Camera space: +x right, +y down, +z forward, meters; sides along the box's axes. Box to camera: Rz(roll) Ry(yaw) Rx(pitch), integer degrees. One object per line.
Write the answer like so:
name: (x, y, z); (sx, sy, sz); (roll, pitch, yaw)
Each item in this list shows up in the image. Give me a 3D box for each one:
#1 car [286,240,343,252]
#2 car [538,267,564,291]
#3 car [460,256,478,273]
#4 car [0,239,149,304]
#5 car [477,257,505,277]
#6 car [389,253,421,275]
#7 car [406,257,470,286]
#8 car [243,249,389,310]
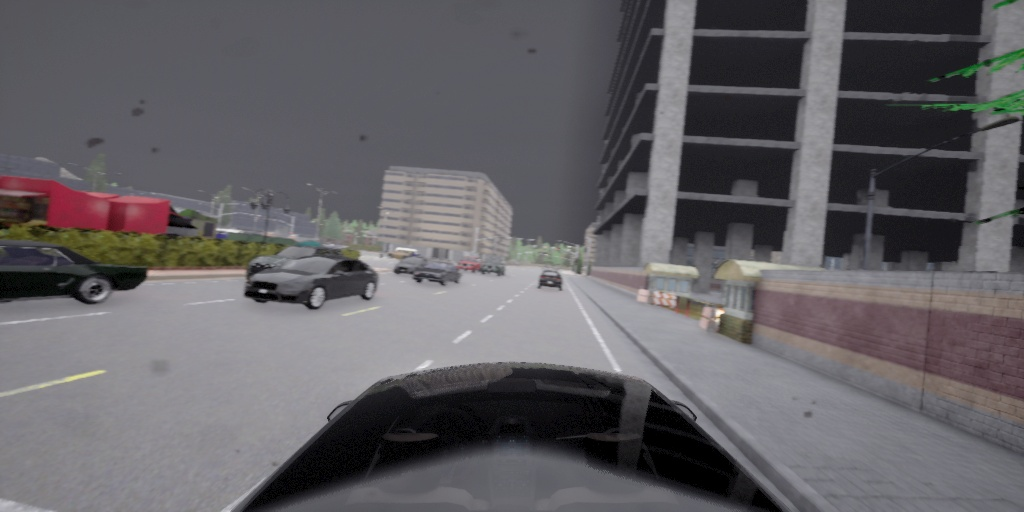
car: (-9.106, 0.312, 15.803); (2.097, 1.767, 4.553); (6, -1, 7)
car: (3.304, 1.991, 30.413); (1.882, 1.535, 5.008); (6, -1, 7)
car: (-5.314, 1.089, 45.664); (2.150, 2.045, 5.566); (6, -1, 7)
car: (-10.257, 0.314, 6.768); (1.895, 1.301, 4.718); (6, -1, 7)
car: (-2.148, 1.303, 42.985); (2.150, 2.045, 5.566); (6, -1, 8)
car: (-7.578, 0.797, 28.269); (1.837, 1.490, 4.892); (6, 0, 7)
car: (-4.671, 1.088, 23.479); (2.033, 1.411, 5.357); (6, -1, 7)
car: (-6.124, 0.726, 11.684); (1.837, 1.490, 4.892); (6, -1, 7)
